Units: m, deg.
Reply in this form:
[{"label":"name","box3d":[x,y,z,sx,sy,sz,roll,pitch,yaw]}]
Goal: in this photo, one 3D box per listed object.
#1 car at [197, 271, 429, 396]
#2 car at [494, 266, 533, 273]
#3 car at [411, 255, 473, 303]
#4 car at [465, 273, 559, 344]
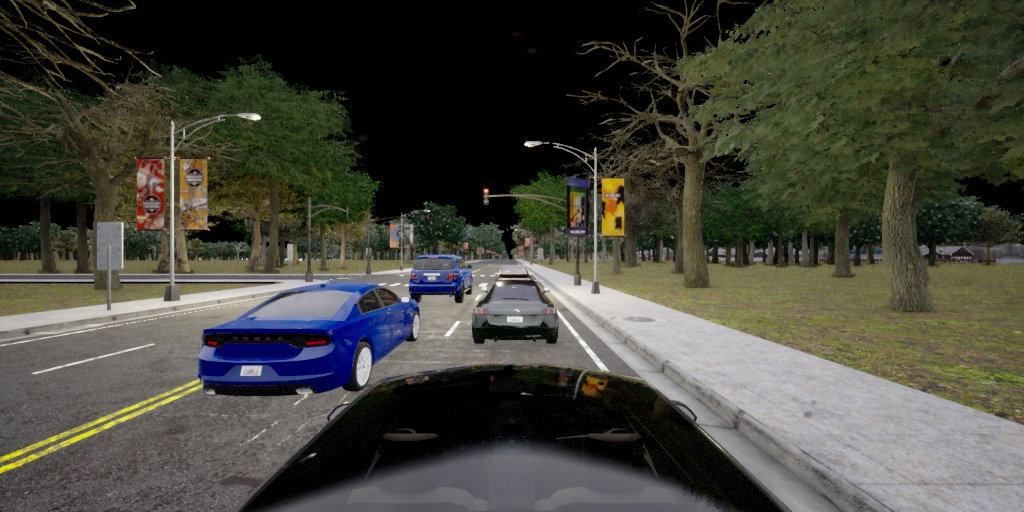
[{"label":"car","box3d":[-3.150,1.228,6.782,1.882,1.535,5.008,0,0,0]},{"label":"car","box3d":[0.098,1.244,18.510,2.128,1.511,4.902,0,0,0]},{"label":"car","box3d":[-3.152,0.974,16.768,2.150,2.045,5.566,0,0,0]},{"label":"car","box3d":[0.093,1.315,9.608,1.994,1.385,4.181,0,0,1]}]
